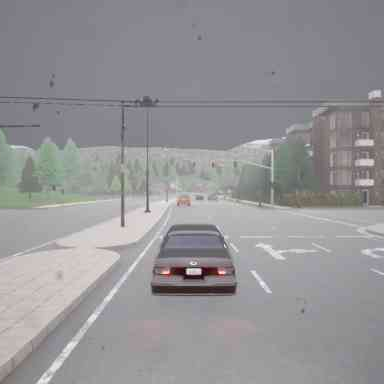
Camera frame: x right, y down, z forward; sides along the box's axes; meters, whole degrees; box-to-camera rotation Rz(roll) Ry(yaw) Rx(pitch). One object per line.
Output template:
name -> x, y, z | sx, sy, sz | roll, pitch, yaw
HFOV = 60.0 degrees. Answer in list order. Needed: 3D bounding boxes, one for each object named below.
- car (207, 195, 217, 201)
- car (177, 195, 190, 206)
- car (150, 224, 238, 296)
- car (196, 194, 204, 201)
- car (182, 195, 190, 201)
car -> 5.477, 1.539, 85.403 | 2.033, 1.411, 5.357 | 0, 0, 0
car -> -1.359, 1.352, 54.532 | 2.097, 1.767, 4.553 | 0, 0, -1
car -> 0.042, 1.547, 8.787 | 2.033, 1.411, 5.357 | 0, 0, 0
car -> 1.977, 1.477, 85.396 | 1.882, 1.535, 5.008 | 0, 0, 0
car -> -1.523, 1.523, 85.357 | 1.812, 1.442, 4.674 | 0, 0, 0
